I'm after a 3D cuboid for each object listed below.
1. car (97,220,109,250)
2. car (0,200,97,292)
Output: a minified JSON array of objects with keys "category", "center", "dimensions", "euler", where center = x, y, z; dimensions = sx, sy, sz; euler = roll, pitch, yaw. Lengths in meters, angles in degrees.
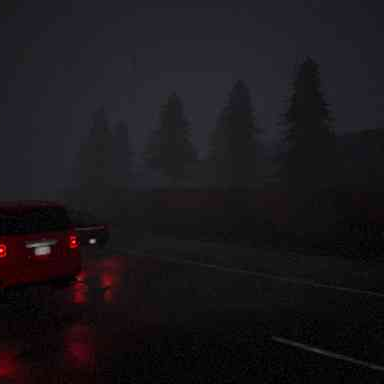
[{"category":"car","center":[-5.230,1.504,13.336],"dimensions":[4.902,1.511,2.128],"euler":[0,0,44]},{"category":"car","center":[-4.900,1.226,8.213],"dimensions":[5.566,2.045,2.150],"euler":[0,0,41]}]
